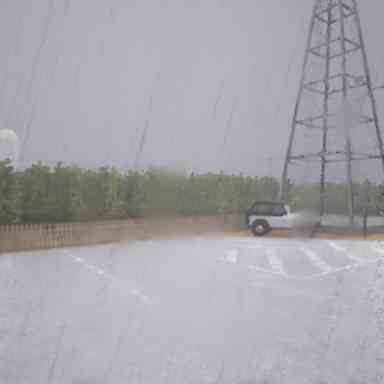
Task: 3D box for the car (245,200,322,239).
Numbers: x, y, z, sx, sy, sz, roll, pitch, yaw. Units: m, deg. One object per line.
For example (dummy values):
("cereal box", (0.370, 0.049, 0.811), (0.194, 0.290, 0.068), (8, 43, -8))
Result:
("car", (4.783, 1.394, 17.601), (3.866, 1.878, 1.905), (0, 0, 23))
